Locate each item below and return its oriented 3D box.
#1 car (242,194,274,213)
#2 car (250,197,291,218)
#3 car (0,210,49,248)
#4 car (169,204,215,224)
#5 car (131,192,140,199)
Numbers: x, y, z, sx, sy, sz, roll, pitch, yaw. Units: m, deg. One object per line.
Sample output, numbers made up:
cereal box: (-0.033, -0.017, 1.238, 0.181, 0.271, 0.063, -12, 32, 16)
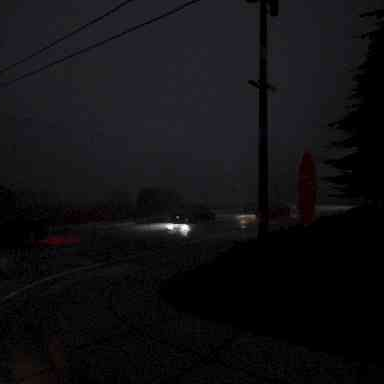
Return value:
car: (7.449, 1.244, 36.466, 2.150, 2.045, 5.566, 0, 0, 33)
car: (7.164, 1.505, 29.219, 1.882, 1.535, 5.008, 0, 0, 33)
car: (-8.299, 1.503, 13.051, 1.882, 1.535, 5.008, 1, 0, 43)
car: (0.073, 1.590, 25.019, 1.994, 1.385, 4.181, 0, 0, 33)
car: (-14.660, 1.114, 87.099, 3.866, 1.878, 1.905, -2, 6, -11)
